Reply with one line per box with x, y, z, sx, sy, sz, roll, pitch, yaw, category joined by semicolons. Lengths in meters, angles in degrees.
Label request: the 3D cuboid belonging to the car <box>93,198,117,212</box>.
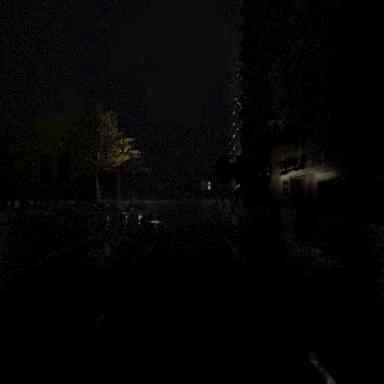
-9.769;1.448;37.848;1.812;1.442;4.674;0;0;1;car

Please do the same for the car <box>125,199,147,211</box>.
-6.506;1.523;38.798;1.895;1.301;4.718;0;0;1;car
